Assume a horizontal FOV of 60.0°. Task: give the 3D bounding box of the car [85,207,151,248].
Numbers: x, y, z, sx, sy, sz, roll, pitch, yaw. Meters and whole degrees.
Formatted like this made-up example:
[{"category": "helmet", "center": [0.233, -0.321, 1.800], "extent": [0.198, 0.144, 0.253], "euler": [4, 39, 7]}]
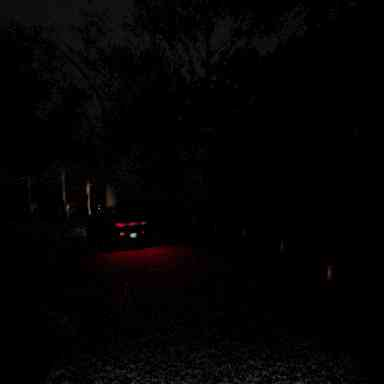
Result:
[{"category": "car", "center": [-3.399, 1.405, 14.694], "extent": [2.128, 1.511, 4.902], "euler": [-3, 2, -29]}]
